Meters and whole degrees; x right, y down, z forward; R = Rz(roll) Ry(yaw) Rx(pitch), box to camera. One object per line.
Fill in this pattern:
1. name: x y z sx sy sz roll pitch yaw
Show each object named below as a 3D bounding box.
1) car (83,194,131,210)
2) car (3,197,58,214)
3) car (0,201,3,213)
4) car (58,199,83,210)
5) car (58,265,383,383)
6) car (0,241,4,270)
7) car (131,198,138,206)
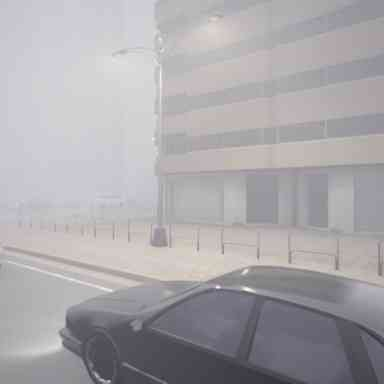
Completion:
1. car: -11.525 1.288 45.638 2.150 2.045 5.566 0 0 37
2. car: -17.964 1.419 37.154 2.097 1.767 4.553 0 0 37
3. car: -22.749 1.559 36.681 2.128 1.511 4.902 0 0 38
4. car: -16.838 1.615 44.433 2.033 1.411 5.357 0 0 37
5. car: 0.820 1.548 3.430 5.357 1.411 2.033 0 0 38
6. car: -7.055 1.529 9.499 4.674 1.442 1.812 0 0 39
7. car: -10.713 1.559 52.453 2.128 1.511 4.902 0 0 38
